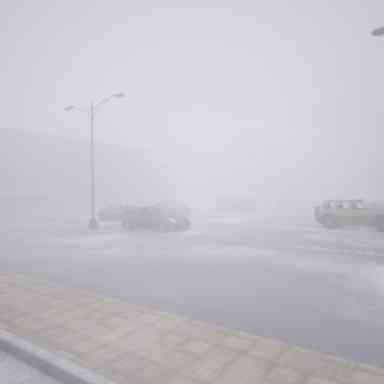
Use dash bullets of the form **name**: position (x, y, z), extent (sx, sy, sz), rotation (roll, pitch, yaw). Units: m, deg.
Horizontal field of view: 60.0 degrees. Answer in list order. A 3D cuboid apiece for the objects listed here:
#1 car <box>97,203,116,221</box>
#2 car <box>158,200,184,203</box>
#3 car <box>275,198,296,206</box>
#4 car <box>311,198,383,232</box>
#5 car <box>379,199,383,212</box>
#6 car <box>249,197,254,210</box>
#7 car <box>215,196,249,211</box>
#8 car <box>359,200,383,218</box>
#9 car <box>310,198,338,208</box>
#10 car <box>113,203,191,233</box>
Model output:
- **car**: position (-5.935, 1.648, 27.210), extent (3.806, 1.475, 1.970), rotation (-1, 0, 35)
- **car**: position (-2.490, 1.573, 32.634), extent (5.027, 1.636, 2.152), rotation (-1, 0, 35)
- **car**: position (17.106, 1.799, 60.767), extent (3.633, 1.501, 1.845), rotation (-1, 0, 35)
- **car**: position (9.879, 1.328, 20.025), extent (4.605, 1.855, 1.932), rotation (-1, 0, 35)
- **car**: position (23.473, 1.544, 37.906), extent (3.633, 1.501, 1.845), rotation (-1, 0, 35)
- **car**: position (6.249, 1.522, 45.684), extent (4.605, 1.855, 1.932), rotation (-1, 0, 35)
- **car**: position (4.906, 1.497, 43.075), extent (3.866, 1.878, 1.905), rotation (-1, 0, 35)
- **car**: position (17.662, 1.522, 29.777), extent (4.514, 1.523, 2.007), rotation (-1, 0, 35)
- **car**: position (21.438, 1.728, 54.045), extent (3.806, 1.475, 1.970), rotation (-1, 0, 35)
- **car**: position (-2.300, 1.637, 20.146), extent (4.514, 1.523, 2.007), rotation (-1, 0, 35)
